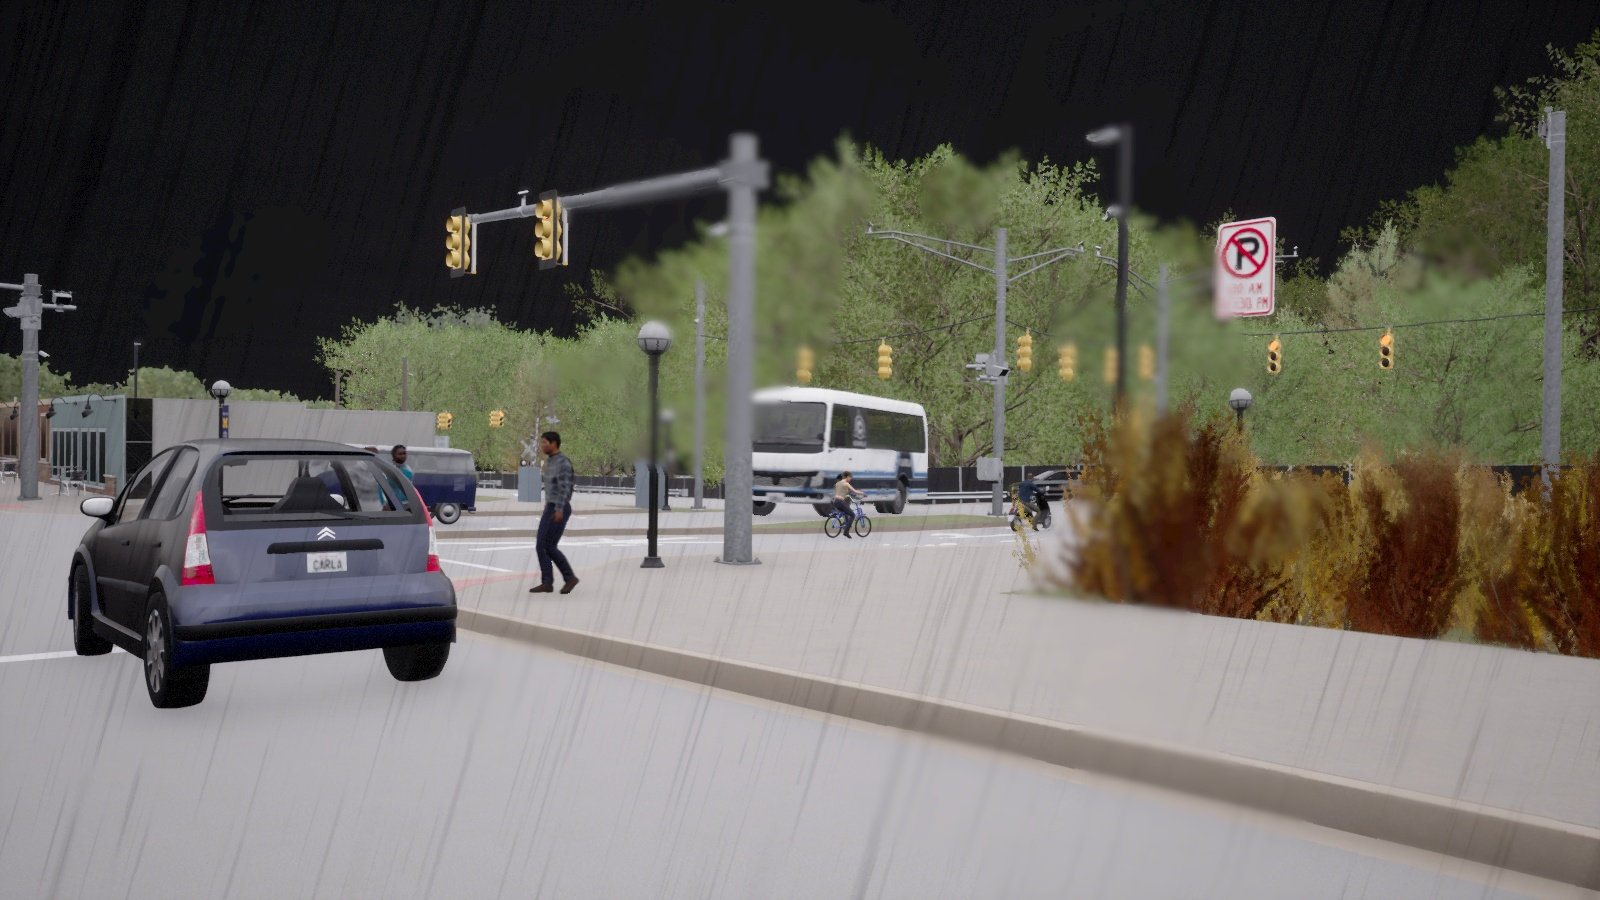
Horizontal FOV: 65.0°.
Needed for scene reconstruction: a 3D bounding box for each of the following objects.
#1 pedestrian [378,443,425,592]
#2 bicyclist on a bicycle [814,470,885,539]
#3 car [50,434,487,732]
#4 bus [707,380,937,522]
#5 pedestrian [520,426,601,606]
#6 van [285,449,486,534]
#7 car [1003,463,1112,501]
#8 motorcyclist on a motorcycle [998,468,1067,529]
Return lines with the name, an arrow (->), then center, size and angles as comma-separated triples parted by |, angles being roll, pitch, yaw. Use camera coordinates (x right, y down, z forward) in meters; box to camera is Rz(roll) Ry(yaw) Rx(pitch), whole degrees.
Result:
pedestrian -> -5.316, 0.876, 16.736 | 0.396, 1.930, 0.692 | -1, 1, -35
bicyclist on a bicycle -> 1.195, 1.293, 30.288 | 1.509, 1.612, 0.866 | 1, -1, -39
car -> -3.969, 0.760, 8.959 | 1.851, 1.617, 3.988 | -1, -1, -38
bus -> 1.106, 0.104, 43.266 | 3.944, 4.253, 10.273 | 0, -1, 26
pedestrian -> -2.667, 0.713, 13.985 | 0.788, 1.949, 0.423 | 0, 1, -29
van -> -10.428, 1.055, 31.788 | 4.442, 1.987, 1.775 | 2, -2, -41
car -> 11.079, 1.370, 54.205 | 4.193, 1.474, 1.816 | -1, 0, -7
motorcyclist on a motorcycle -> 6.380, 1.320, 34.445 | 1.817, 1.590, 0.866 | -1, 0, -39
